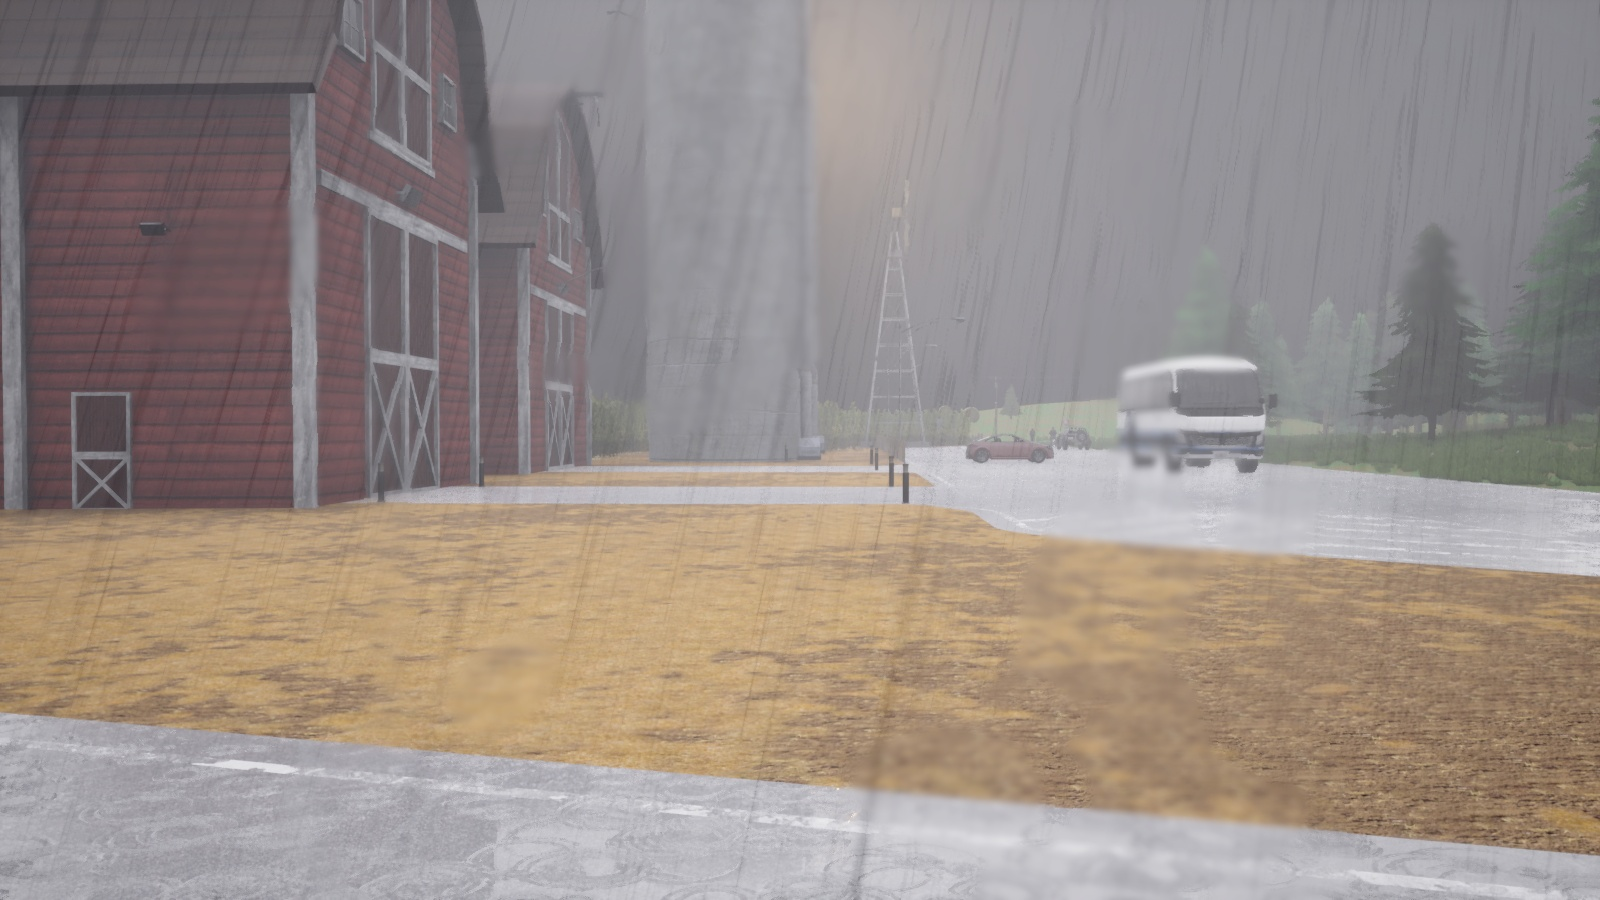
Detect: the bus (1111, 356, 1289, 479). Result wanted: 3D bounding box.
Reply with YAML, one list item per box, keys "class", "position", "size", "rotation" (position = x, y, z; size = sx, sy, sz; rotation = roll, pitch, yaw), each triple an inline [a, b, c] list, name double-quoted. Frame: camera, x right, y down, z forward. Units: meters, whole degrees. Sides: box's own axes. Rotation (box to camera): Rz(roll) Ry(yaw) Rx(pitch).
- class: "bus"
  position: [15.096, -1.217, 48.581]
  size: [3.944, 4.253, 10.273]
  rotation: [0, 1, 2]

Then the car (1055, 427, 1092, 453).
- class: "car"
  position: [20.506, -0.774, 94.300]
  size: [1.932, 1.855, 4.605]
  rotation: [0, 1, 3]
